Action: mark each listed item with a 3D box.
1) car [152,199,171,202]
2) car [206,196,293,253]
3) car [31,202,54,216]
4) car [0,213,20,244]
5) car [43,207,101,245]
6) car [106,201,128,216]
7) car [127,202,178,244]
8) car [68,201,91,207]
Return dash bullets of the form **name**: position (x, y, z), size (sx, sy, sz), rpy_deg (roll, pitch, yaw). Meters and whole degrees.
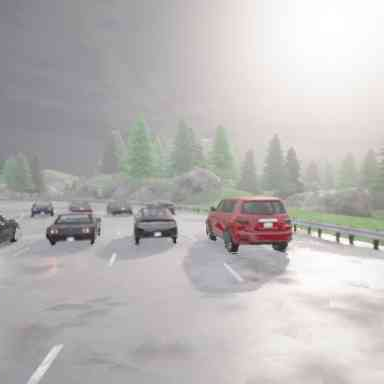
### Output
- **car**: position (-3.052, 1.460, 31.951), size (1.837, 1.490, 4.892), rpy_deg (0, 0, -21)
- **car**: position (2.108, 1.191, 13.740), size (2.150, 2.045, 5.566), rpy_deg (0, 0, -9)
- **car**: position (-14.320, 1.592, 31.824), size (1.895, 1.301, 4.718), rpy_deg (0, 0, -25)
- **car**: position (-8.438, 1.509, 13.208), size (1.837, 1.490, 4.892), rpy_deg (0, 0, -10)
- **car**: position (-5.291, 1.591, 15.451), size (1.895, 1.301, 4.718), rpy_deg (0, 0, -11)
- **car**: position (-7.260, 1.531, 32.955), size (1.994, 1.385, 4.181), rpy_deg (0, 0, -23)
- **car**: position (-1.834, 1.470, 15.692), size (2.128, 1.511, 4.902), rpy_deg (0, 0, -11)
- **car**: position (-11.282, 1.543, 33.376), size (1.994, 1.385, 4.181), rpy_deg (0, 0, -24)
